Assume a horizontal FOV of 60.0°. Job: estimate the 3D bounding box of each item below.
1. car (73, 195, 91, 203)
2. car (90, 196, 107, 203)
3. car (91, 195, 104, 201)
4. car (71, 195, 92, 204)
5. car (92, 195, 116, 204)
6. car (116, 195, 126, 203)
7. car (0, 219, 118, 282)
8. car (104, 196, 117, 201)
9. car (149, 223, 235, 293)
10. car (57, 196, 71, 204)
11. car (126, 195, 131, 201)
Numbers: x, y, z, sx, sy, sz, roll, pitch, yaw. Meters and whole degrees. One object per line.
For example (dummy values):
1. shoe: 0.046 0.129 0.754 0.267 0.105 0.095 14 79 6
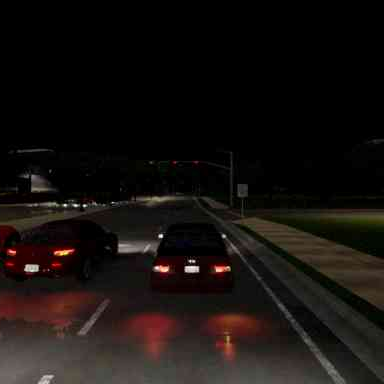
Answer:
1. car: -23.279 1.516 70.741 2.128 1.511 4.902 0 0 0
2. car: -19.779 1.531 70.485 2.033 1.411 5.357 0 0 0
3. car: -23.278 1.541 81.727 1.994 1.385 4.181 0 0 0
4. car: -19.829 1.344 61.073 2.097 1.767 4.553 0 0 0
5. car: -16.325 1.539 61.842 2.033 1.411 5.357 0 0 1
6. car: -16.279 1.530 71.902 2.033 1.411 5.357 0 0 0
7. car: -3.497 1.524 9.682 1.812 1.442 4.674 0 0 1
8. car: -19.778 1.584 80.847 1.895 1.301 4.718 0 0 0
9. car: 0.006 1.546 8.972 2.033 1.411 5.357 0 0 0
10. car: -23.317 1.497 61.615 1.837 1.490 4.892 0 0 1
11. car: -16.278 1.489 82.081 1.837 1.490 4.892 0 0 0
